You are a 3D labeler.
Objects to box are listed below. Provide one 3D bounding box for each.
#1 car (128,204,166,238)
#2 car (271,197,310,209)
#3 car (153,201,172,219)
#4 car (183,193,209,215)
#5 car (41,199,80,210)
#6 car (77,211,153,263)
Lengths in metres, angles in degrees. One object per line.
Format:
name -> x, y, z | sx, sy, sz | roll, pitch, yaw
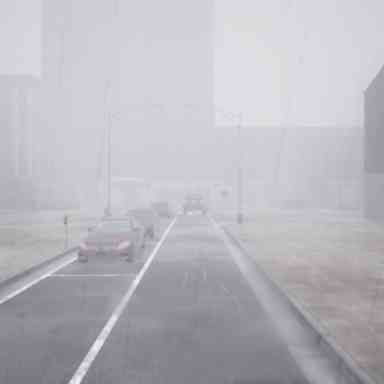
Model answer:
car -> -2.635, 1.507, 17.168 | 1.947, 1.339, 4.313 | 0, 0, 0
car -> 12.331, 1.348, 41.613 | 4.674, 1.442, 1.812 | 0, 0, 0
car -> -2.632, 1.469, 28.072 | 1.947, 1.339, 4.313 | 0, 0, 0
car -> 0.428, 1.109, 32.954 | 2.150, 2.045, 5.566 | 0, 0, 6
car -> -15.278, 1.468, 38.679 | 4.181, 1.385, 1.994 | 0, 0, 0
car -> -2.637, 1.542, 11.716 | 1.802, 1.307, 4.206 | 0, 0, 0
